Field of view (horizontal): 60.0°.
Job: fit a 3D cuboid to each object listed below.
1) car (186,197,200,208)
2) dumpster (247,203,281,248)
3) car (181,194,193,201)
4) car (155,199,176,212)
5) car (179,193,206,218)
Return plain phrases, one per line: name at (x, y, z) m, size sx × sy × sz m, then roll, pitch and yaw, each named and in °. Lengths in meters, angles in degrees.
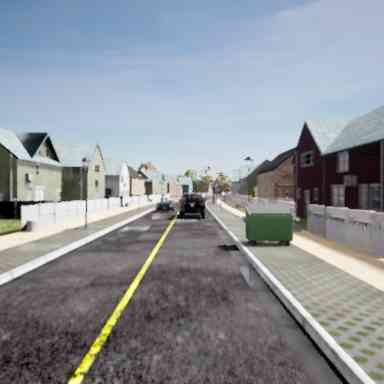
car at (0.153, 1.385, 45.792) m, size 1.812 × 1.442 × 4.674 m, roll 0°, pitch 0°, yaw 2°
dumpster at (3.010, 1.354, 14.194) m, size 1.020 × 1.700 × 1.940 m, roll 0°, pitch 0°, yaw 0°
car at (-1.132, 1.158, 75.884) m, size 2.128 × 1.511 × 4.902 m, roll 0°, pitch 0°, yaw 5°
car at (-2.829, 1.454, 36.131) m, size 1.994 × 1.385 × 4.181 m, roll 0°, pitch 0°, yaw 0°
car at (0.041, 1.135, 29.041) m, size 2.150 × 2.045 × 5.566 m, roll 0°, pitch 0°, yaw 1°
